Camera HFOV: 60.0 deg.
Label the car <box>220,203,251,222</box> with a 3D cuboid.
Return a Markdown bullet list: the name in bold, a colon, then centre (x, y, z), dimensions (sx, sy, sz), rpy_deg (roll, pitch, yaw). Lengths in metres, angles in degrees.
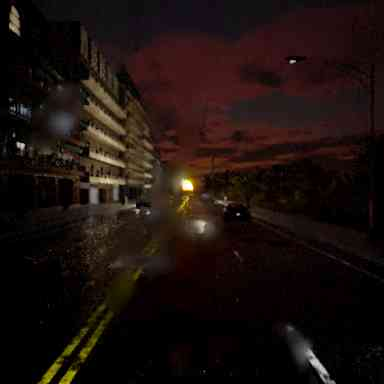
- **car**: centre (3.348, 1.573, 26.086), dimensions (1.994, 1.385, 4.181), rpy_deg (0, 0, 0)

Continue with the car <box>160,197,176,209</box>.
- **car**: centre (-3.331, 1.496, 46.349), dimensions (1.882, 1.535, 5.008), rpy_deg (0, 0, 0)

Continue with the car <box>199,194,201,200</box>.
- **car**: centre (3.247, 1.265, 76.587), dimensions (2.150, 2.045, 5.566), rpy_deg (0, 0, 0)

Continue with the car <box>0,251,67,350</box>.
- **car**: centre (-3.352, 1.547, 4.183), dimensions (2.033, 1.411, 5.357), rpy_deg (0, 0, 0)

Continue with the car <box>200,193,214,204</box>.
- **car**: centre (3.247, 1.537, 65.586), dimensions (2.163, 1.488, 4.792), rpy_deg (0, 0, 0)

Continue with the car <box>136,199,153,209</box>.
- **car**: centre (-6.580, 1.619, 46.349), dimensions (1.895, 1.301, 4.718), rpy_deg (0, 0, 0)
